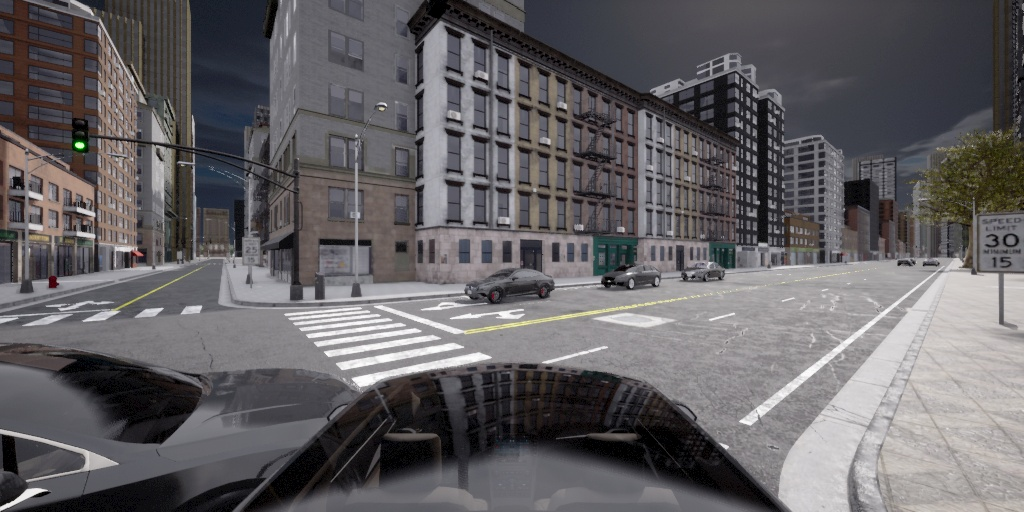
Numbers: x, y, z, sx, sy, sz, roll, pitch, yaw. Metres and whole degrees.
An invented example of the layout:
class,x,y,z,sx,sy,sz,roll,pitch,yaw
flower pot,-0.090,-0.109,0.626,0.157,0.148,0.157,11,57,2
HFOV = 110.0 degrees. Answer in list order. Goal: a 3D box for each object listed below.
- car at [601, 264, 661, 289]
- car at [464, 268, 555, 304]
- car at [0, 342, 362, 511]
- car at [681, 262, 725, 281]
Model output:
class,x,y,z,sx,sy,sz,roll,pitch,yaw
car,7.706,1.259,22.982,4.892,1.490,1.837,0,0,-39
car,0.000,1.287,16.775,4.674,1.442,1.812,0,0,-39
car,-3.218,1.257,1.811,4.892,1.490,1.837,0,0,-34
car,15.731,1.236,29.434,4.902,1.511,2.128,0,0,-39
